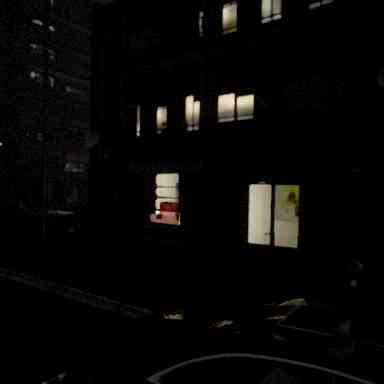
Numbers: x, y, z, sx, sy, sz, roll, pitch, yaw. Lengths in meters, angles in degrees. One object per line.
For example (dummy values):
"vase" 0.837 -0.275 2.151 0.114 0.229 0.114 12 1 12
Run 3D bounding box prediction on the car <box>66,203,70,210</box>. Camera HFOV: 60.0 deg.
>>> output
"car" -12.285 1.426 38.671 1.812 1.442 4.674 2 1 36

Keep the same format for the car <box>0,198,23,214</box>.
"car" -18.112 1.381 30.743 1.994 1.385 4.181 2 1 36

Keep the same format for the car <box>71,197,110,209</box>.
"car" -12.823 1.402 42.321 1.887 1.381 4.507 1 0 36

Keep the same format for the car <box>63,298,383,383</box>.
"car" 0.831 1.545 2.426 4.403 1.369 2.008 1 1 35

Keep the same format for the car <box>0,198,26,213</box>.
"car" -19.369 1.314 33.398 2.008 1.369 4.403 1 0 36

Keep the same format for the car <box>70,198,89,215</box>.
"car" -9.346 1.589 32.897 1.947 1.339 4.313 1 0 36
